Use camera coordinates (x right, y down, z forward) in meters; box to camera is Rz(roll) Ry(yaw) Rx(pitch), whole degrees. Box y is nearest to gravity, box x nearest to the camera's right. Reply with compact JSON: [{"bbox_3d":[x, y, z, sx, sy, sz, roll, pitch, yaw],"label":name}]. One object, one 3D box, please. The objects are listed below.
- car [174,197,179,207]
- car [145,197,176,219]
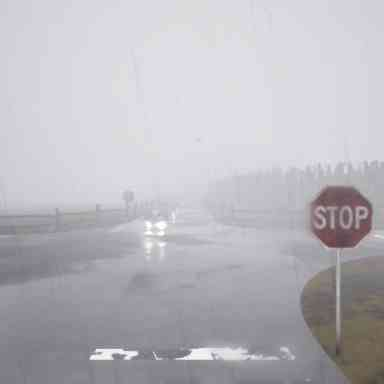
[{"bbox_3d":[-2.867,1.549,40.274,1.812,1.442,4.674,0,0,0],"label":"car"},{"bbox_3d":[-2.902,1.508,29.001,2.128,1.511,4.902,0,0,1],"label":"car"}]
